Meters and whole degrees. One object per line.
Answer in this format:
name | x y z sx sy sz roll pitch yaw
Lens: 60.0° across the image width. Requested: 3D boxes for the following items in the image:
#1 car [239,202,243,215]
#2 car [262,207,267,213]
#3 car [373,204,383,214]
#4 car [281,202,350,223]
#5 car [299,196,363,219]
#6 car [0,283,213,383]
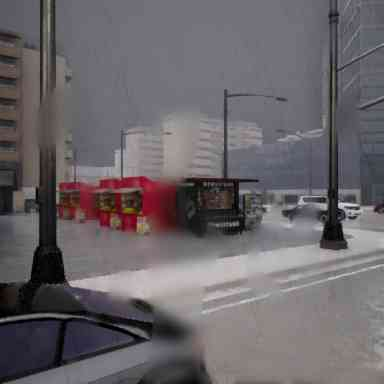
car | 3.965 1.769 34.484 2.033 1.411 5.357 0 -1 -37
car | 5.953 1.789 37.708 2.033 1.411 5.357 0 -1 -36
car | 21.523 1.596 34.471 2.128 1.511 4.902 0 -1 -36
car | 9.649 1.707 26.689 1.895 1.301 4.718 0 -1 -37
car | 11.977 1.339 29.419 2.150 2.045 5.566 0 -1 -36
car | -1.859 1.564 2.650 4.181 1.385 1.994 0 0 -35
